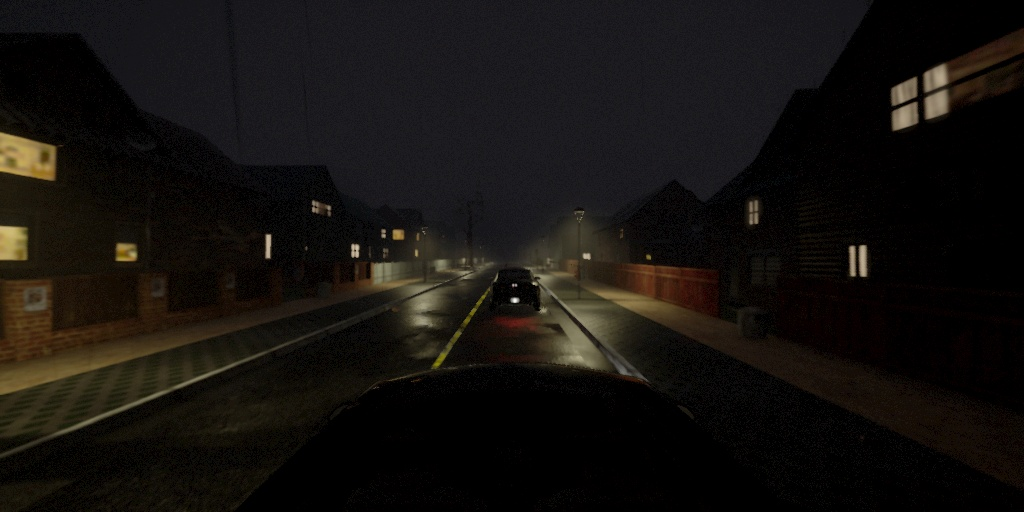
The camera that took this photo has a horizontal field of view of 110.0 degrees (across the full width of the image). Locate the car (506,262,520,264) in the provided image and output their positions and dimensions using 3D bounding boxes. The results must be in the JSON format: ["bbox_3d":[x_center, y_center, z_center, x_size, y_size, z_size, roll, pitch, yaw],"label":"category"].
[{"bbox_3d":[0.111,1.297,36.678,1.895,1.301,4.718,0,0,0],"label":"car"}]

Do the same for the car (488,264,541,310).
[{"bbox_3d":[0.104,1.230,14.466,1.837,1.490,4.892,0,0,0],"label":"car"}]
